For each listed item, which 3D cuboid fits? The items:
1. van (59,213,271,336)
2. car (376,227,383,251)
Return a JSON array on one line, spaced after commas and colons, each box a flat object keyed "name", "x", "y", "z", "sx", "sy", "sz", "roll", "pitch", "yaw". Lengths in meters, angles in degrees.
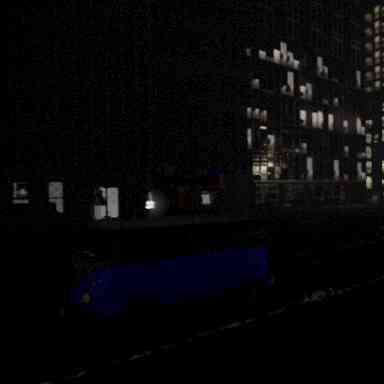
[{"name": "van", "x": -0.295, "y": 1.336, "z": 6.369, "sx": 3.998, "sy": 1.788, "sz": 1.690, "roll": 0, "pitch": -1, "yaw": -36}, {"name": "car", "x": 8.864, "y": 1.526, "z": 12.904, "sx": 4.507, "sy": 1.381, "sz": 1.887, "roll": 0, "pitch": -1, "yaw": -36}]
